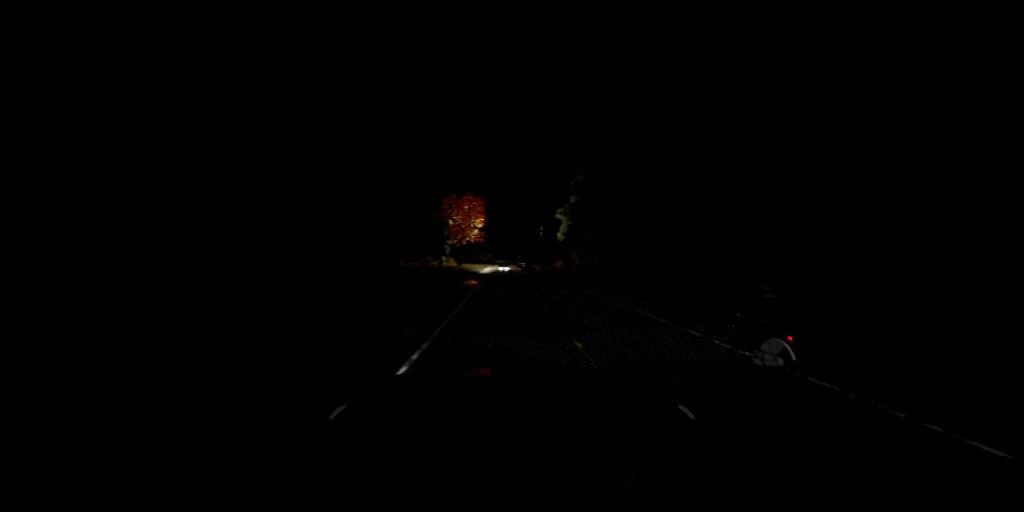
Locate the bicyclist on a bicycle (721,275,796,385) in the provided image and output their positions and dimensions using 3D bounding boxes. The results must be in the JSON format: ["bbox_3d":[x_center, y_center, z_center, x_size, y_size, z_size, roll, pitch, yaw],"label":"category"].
[{"bbox_3d":[4.313,1.211,6.423,0.659,1.776,1.843,1,0,-1],"label":"bicyclist on a bicycle"}]

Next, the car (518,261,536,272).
[{"bbox_3d":[2.407,1.605,52.092,1.994,1.385,4.181,1,0,-1],"label":"car"}]
